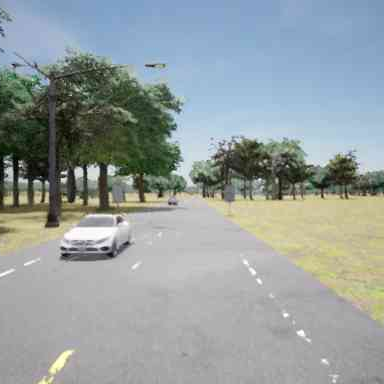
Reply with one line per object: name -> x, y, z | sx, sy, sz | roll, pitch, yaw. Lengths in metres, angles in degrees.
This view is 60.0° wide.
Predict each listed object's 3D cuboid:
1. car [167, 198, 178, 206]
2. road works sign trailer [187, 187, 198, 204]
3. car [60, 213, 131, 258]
car -> -3.513, 1.814, 61.316 | 2.033, 1.411, 5.357 | 0, 0, 1
road works sign trailer -> 0.092, 0.765, 69.318 | 2.380, 3.560, 2.880 | 0, 0, 0
car -> -3.599, 1.582, 13.219 | 1.812, 1.442, 4.674 | 0, 0, 0
